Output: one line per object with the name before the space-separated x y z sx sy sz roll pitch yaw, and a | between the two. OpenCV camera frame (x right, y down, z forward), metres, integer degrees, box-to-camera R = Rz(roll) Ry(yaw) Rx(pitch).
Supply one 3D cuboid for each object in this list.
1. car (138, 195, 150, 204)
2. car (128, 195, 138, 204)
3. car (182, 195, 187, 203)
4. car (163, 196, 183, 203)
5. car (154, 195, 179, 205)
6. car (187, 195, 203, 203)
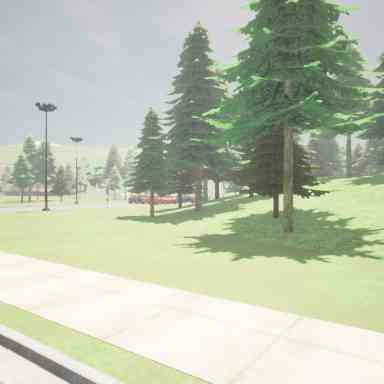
car | -7.226 1.352 61.608 2.097 1.767 4.553 0 0 37
car | -9.988 1.352 63.682 2.097 1.767 4.553 0 0 37
car | -1.578 1.352 69.406 2.097 1.767 4.553 0 0 36
car | -4.092 1.554 71.876 1.994 1.385 4.181 0 0 36
car | -4.525 1.352 59.372 2.097 1.767 4.553 0 0 37
car | 1.509 1.564 67.696 1.994 1.385 4.181 0 0 36
